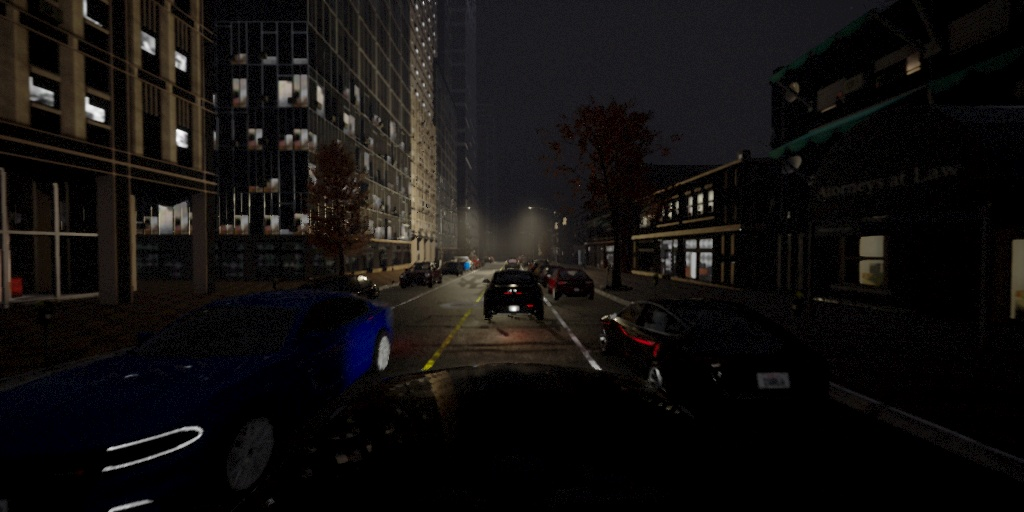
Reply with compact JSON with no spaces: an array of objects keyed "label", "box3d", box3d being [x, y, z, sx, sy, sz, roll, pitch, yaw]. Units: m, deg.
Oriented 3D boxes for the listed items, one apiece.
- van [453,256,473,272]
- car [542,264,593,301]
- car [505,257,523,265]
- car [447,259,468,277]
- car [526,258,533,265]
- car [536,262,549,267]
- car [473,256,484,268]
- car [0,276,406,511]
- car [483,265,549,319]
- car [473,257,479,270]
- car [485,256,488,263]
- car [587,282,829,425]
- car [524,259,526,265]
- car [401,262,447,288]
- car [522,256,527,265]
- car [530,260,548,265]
[{"label":"van","box3d":[-5.673,0.977,39.667,1.690,1.789,3.998,0,0,0]},{"label":"car","box3d":[2.685,1.249,17.039,1.888,1.381,4.507,0,0,0]},{"label":"car","box3d":[0.086,1.171,49.874,1.994,1.385,4.181,0,0,0]},{"label":"car","box3d":[-5.668,1.218,34.023,1.948,1.339,4.313,0,0,0]},{"label":"car","box3d":[2.680,1.093,33.970,1.967,1.591,4.097,0,0,0]},{"label":"car","box3d":[2.683,1.268,22.682,1.802,1.307,4.207,0,0,0]},{"label":"car","box3d":[-5.714,0.919,50.955,2.192,1.841,5.009,0,0,0]},{"label":"car","box3d":[-3.102,1.218,4.621,1.882,1.535,5.008,0,0,0]},{"label":"car","box3d":[0.036,1.222,12.578,1.837,1.490,4.892,0,0,0]},{"label":"car","box3d":[-5.688,1.171,45.311,2.007,1.370,4.403,0,0,0]},{"label":"car","box3d":[-5.709,1.138,62.244,1.948,1.339,4.313,0,0,0]},{"label":"car","box3d":[2.689,1.303,5.751,1.948,1.339,4.313,0,0,0]},{"label":"car","box3d":[2.678,1.202,39.614,1.948,1.339,4.313,0,0,0]},{"label":"car","box3d":[-5.664,1.126,22.735,1.967,1.591,4.097,0,0,0]},{"label":"car","box3d":[2.673,1.154,56.546,1.948,1.339,4.313,0,0,0]},{"label":"car","box3d":[2.682,1.195,28.496,1.751,1.417,4.829,0,0,0]}]
